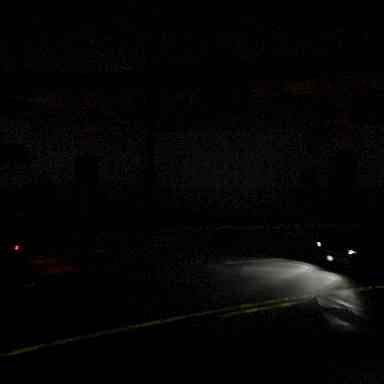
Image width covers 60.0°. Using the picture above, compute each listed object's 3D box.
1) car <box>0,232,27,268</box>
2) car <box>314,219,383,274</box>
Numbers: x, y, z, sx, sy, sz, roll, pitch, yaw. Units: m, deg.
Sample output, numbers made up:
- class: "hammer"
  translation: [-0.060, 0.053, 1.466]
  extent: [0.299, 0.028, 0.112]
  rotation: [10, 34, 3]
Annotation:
- class: "car"
  translation: [-6.896, 1.445, 7.743]
  extent: [5.357, 1.411, 2.033]
  rotation: [0, 0, -36]
- class: "car"
  translation: [6.520, 1.511, 10.127]
  extent: [5.357, 1.411, 2.033]
  rotation: [0, 0, -14]
